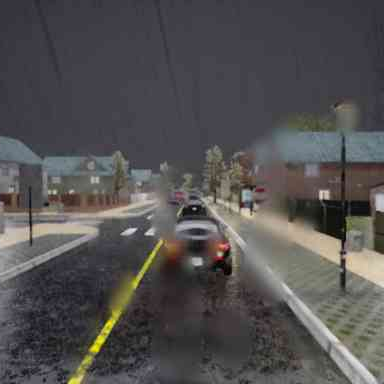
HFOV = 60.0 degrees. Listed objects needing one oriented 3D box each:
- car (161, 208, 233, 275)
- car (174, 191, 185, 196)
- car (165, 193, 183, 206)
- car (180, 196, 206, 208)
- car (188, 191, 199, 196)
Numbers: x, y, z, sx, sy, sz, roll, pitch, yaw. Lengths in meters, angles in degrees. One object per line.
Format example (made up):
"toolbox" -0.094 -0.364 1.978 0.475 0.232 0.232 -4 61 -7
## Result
"car" 0.128 1.423 9.946 1.812 1.442 4.674 0 0 0
"car" -2.516 0.801 61.635 2.150 2.045 5.566 0 0 1
"car" -2.637 1.182 45.704 2.033 1.411 5.357 0 0 0
"car" 0.218 1.299 28.603 1.994 1.385 4.181 0 0 0
"car" 0.280 1.078 63.888 1.837 1.490 4.892 0 0 0
